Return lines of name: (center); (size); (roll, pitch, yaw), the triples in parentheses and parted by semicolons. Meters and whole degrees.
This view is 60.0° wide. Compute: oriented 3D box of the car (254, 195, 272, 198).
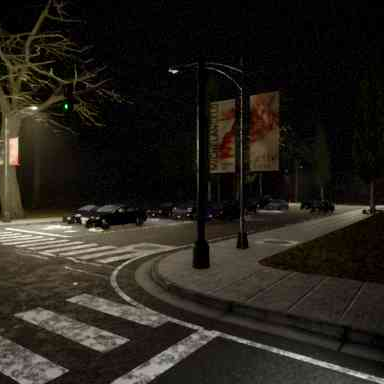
car: (10.087, 1.477, 48.856); (2.150, 2.045, 5.566); (0, -1, 38)

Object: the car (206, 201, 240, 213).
car: (3.814, 1.776, 40.035); (1.895, 1.301, 4.718); (0, 0, 35)

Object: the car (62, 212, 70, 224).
car: (-7.245, 1.637, 24.341); (1.994, 1.385, 4.181); (0, 0, 36)

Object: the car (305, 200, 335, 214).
car: (15.457, 1.726, 39.290); (2.128, 1.511, 4.902); (0, 0, 35)

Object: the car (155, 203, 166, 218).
car: (-1.915, 1.667, 31.887); (2.033, 1.411, 5.357); (0, 0, 35)

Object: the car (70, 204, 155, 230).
car: (-5.036, 1.567, 21.821); (2.128, 1.511, 4.902); (0, 0, 35)

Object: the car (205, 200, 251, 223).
car: (2.742, 1.650, 26.873); (1.812, 1.442, 4.674); (0, 0, 35)

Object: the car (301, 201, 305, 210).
car: (16.635, 1.805, 46.634); (1.812, 1.442, 4.674); (0, 0, 35)

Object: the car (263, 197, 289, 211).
car: (11.821, 1.772, 45.694); (1.812, 1.442, 4.674); (0, 0, 36)

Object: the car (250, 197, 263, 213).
car: (5.870, 1.680, 37.303); (1.837, 1.490, 4.892); (0, 0, 35)

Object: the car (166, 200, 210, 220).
car: (0.215, 1.472, 29.277); (2.097, 1.767, 4.553); (0, 0, 35)
